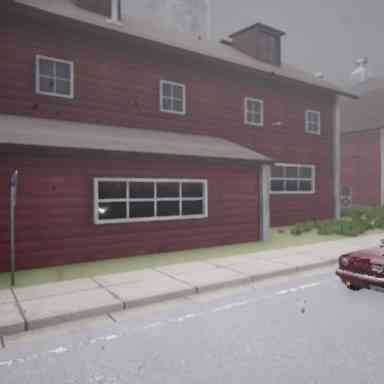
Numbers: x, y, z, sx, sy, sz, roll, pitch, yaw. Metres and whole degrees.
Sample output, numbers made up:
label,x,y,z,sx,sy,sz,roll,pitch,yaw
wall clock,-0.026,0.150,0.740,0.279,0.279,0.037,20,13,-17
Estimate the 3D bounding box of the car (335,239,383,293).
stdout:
label,x,y,z,sx,sy,sz,roll,pitch,yaw
car,5.401,1.544,7.632,4.718,1.301,1.895,0,0,-34
